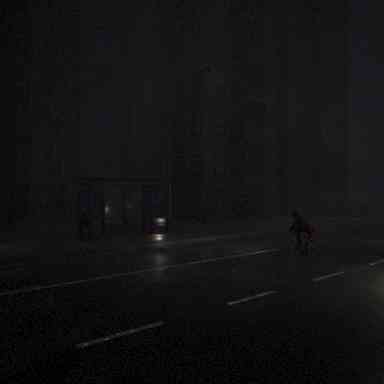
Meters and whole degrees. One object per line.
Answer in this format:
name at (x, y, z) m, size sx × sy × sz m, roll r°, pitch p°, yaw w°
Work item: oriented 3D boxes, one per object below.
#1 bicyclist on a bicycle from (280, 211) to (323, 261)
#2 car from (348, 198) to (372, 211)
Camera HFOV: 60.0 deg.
bicyclist on a bicycle at (3.612, 1.455, 11.141) m, size 0.582 × 1.620 × 1.656 m, roll 0°, pitch -2°, yaw -37°
car at (19.511, 1.491, 41.002) m, size 2.128 × 1.511 × 4.902 m, roll 0°, pitch 0°, yaw -35°
